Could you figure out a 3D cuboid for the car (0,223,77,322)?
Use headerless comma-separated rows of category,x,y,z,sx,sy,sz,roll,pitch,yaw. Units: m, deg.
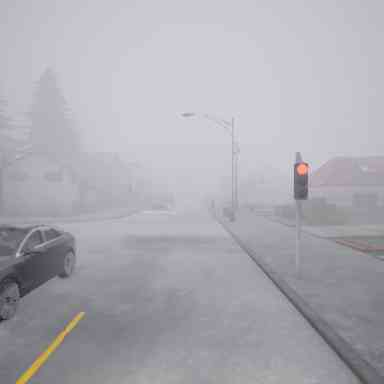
car,-4.092,1.491,7.298,2.128,1.511,4.902,0,0,0

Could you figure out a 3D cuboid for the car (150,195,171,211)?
car,-4.054,1.505,41.770,1.837,1.490,4.892,0,0,0

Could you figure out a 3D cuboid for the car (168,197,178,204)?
car,-3.922,1.708,70.180,1.812,1.442,4.674,0,0,0

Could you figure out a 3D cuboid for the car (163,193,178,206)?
car,-4.029,1.224,55.648,2.150,2.045,5.566,0,0,0
